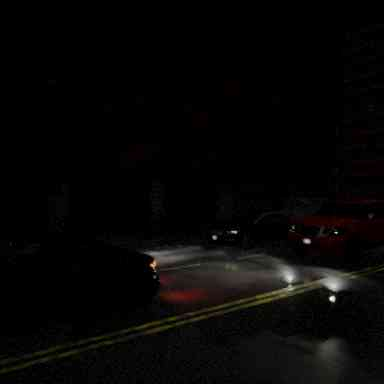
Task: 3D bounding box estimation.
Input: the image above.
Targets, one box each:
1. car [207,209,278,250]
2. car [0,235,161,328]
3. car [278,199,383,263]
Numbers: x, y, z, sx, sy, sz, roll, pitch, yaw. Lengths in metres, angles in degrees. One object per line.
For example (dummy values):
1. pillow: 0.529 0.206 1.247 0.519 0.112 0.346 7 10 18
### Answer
1. car: 2.899 1.539 14.619 4.902 1.511 2.128 0 0 -35
2. car: -2.704 1.570 6.357 4.181 1.385 1.994 0 0 -35
3. car: 6.052 1.280 12.567 5.566 2.045 2.150 0 0 -35
